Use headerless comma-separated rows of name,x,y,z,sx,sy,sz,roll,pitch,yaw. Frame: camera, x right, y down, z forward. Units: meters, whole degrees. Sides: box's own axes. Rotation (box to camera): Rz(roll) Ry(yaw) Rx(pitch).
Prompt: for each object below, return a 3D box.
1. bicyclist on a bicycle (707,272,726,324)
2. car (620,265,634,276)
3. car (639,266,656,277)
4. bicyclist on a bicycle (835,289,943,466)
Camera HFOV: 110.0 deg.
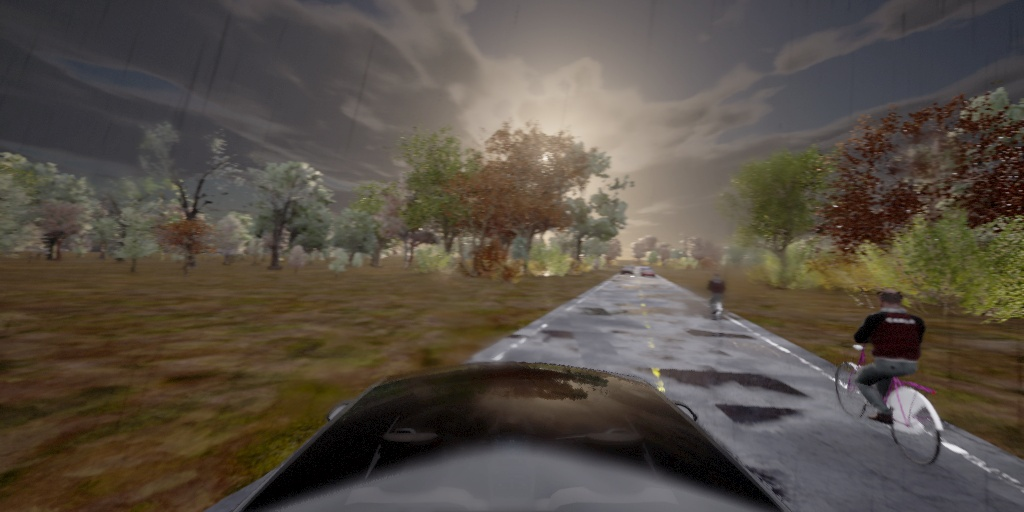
bicyclist on a bicycle,7.233,1.447,12.762,0.659,1.776,1.843,1,-1,19
car,19.358,2.341,60.191,2.097,1.767,4.553,1,-1,19
car,20.902,2.526,55.035,1.994,1.385,4.181,1,-1,19
bicyclist on a bicycle,4.325,1.261,4.247,0.659,1.776,1.843,1,-1,19
